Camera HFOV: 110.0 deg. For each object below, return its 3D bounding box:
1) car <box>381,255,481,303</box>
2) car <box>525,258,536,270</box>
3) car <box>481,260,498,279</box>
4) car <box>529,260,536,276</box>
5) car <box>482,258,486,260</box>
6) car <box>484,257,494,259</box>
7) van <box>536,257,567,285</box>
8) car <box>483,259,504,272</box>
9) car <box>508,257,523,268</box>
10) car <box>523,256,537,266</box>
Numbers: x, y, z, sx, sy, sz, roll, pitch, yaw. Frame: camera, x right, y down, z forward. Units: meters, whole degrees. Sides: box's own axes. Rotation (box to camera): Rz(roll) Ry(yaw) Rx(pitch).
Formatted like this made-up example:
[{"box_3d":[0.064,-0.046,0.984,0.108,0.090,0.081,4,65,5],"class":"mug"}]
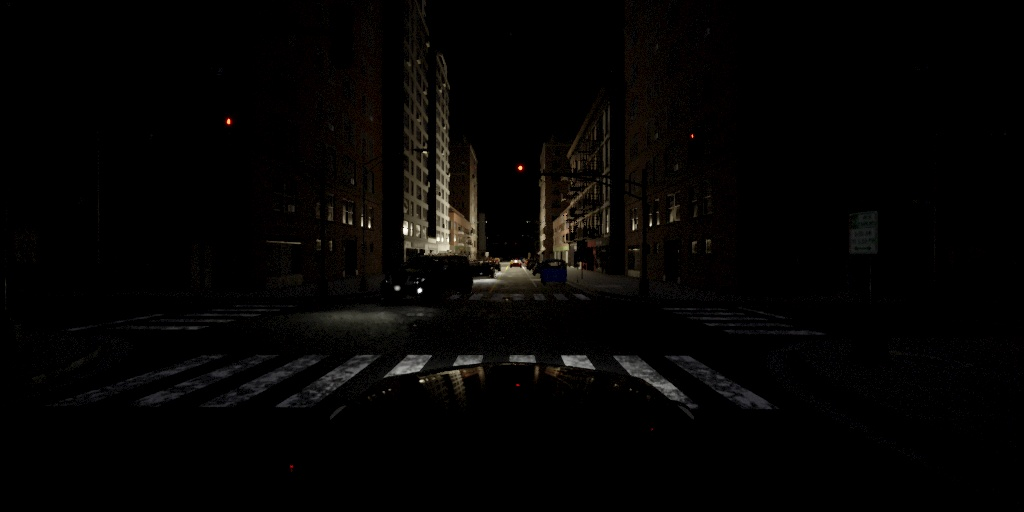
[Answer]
[{"box_3d":[-3.738,0.963,17.109,2.150,2.045,5.566,1,0,19],"class":"car"},{"box_3d":[3.069,1.325,48.120,1.802,1.307,4.207,0,0,1],"class":"car"},{"box_3d":[-2.568,1.312,32.092,1.994,1.385,4.181,0,0,1],"class":"car"},{"box_3d":[2.962,1.329,36.757,1.802,1.307,4.207,0,0,1],"class":"car"},{"box_3d":[-4.957,1.268,48.019,1.751,1.417,4.829,0,0,1],"class":"car"},{"box_3d":[-4.795,1.296,65.234,1.948,1.339,4.313,0,0,1],"class":"car"},{"box_3d":[2.855,1.089,25.395,1.690,1.789,3.998,0,0,1],"class":"van"},{"box_3d":[-2.422,1.345,46.168,1.895,1.301,4.718,0,0,1],"class":"car"},{"box_3d":[0.639,1.336,59.078,1.895,1.301,4.718,0,0,1],"class":"car"},{"box_3d":[3.123,1.054,53.801,2.192,1.841,5.009,0,0,1],"class":"car"}]
